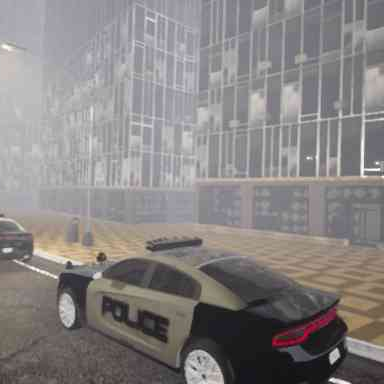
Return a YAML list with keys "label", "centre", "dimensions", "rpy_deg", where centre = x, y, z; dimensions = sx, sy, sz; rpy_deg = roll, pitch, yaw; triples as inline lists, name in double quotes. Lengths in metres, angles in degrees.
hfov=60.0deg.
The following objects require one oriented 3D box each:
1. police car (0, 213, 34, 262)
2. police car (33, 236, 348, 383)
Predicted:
- label: "police car"
  centre: [-7.469, 1.583, 12.017]
  dimensions: [5.238, 1.638, 1.930]
  rpy_deg: [0, -2, 45]
- label: "police car"
  centre: [-0.391, 1.544, 5.307]
  dimensions: [5.238, 1.638, 1.930]
  rpy_deg: [0, -2, 42]
